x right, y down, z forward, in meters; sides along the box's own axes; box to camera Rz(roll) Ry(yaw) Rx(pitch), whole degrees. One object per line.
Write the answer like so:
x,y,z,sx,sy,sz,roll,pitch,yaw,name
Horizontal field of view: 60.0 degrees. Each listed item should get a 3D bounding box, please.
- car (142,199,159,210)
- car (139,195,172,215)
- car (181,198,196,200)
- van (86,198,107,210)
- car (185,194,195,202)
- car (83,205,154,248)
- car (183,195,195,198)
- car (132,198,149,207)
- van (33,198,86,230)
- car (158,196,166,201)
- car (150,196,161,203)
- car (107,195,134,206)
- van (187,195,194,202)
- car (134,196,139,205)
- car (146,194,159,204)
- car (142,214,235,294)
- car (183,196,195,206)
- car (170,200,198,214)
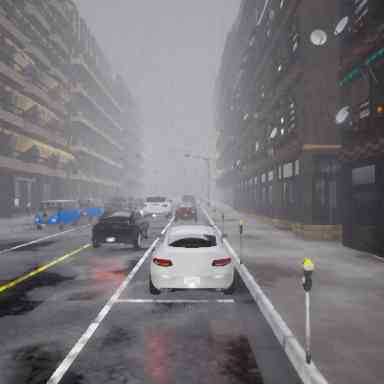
-5.770,1.729,46.765,1.895,1.301,4.718,0,0,0,car
-3.020,1.292,29.823,2.150,2.045,5.566,0,0,0,car
-0.436,1.582,31.754,1.887,1.381,4.507,1,0,0,car
-8.312,1.368,26.286,1.690,1.788,3.998,1,0,0,van
-0.468,1.521,81.536,2.192,1.841,5.009,1,0,0,car
-3.020,1.528,14.786,1.837,1.490,4.892,0,0,0,car
-0.427,1.490,37.286,1.967,1.590,4.097,1,0,0,car
-8.318,1.660,53.938,1.947,1.339,4.313,1,0,0,car
-8.311,1.358,20.753,1.690,1.788,3.998,2,0,0,van
-8.321,1.846,92.653,1.802,1.307,4.206,1,0,0,car
-8.319,1.724,76.059,1.887,1.381,4.507,1,0,0,car
-8.311,1.365,37.346,2.192,1.841,5.009,1,0,0,car
-0.469,1.575,87.068,1.690,1.788,3.998,1,0,0,van
-8.311,1.378,42.876,2.192,1.841,5.009,1,0,0,car
-8.313,1.470,70.529,2.192,1.841,5.009,1,0,0,car
0.003,1.530,8.653,1.812,1.442,4.674,0,0,0,car
-0.469,1.553,59.411,1.967,1.590,4.097,1,0,0,car
-0.436,1.571,26.224,1.887,1.381,4.507,1,0,0,car
